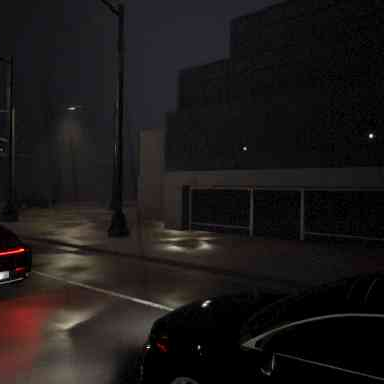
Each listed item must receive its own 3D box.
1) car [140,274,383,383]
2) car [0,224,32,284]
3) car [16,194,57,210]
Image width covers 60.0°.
[{"bbox_3d":[1.703,1.503,2.780,4.892,1.490,1.837,0,0,36],"label":"car"},{"bbox_3d":[-5.826,1.415,8.121,4.892,1.490,1.837,1,0,35],"label":"car"},{"bbox_3d":[-16.572,1.039,34.770,1.837,1.490,4.892,1,1,36],"label":"car"}]
